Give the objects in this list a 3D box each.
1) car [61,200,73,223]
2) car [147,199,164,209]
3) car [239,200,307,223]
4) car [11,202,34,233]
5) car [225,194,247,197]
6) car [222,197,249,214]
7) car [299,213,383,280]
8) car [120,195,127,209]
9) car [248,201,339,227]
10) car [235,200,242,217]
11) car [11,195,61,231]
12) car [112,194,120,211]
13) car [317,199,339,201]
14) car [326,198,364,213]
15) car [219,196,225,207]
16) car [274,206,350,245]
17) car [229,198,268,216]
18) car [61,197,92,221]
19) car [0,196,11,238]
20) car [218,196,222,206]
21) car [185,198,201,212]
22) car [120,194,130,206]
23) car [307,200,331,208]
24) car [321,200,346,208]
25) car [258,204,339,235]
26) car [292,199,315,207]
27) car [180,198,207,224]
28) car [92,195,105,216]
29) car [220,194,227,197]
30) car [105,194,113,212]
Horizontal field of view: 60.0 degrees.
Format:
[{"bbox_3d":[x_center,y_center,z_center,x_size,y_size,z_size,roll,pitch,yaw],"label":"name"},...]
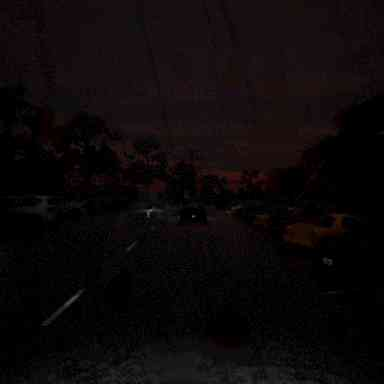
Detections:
[{"bbox_3d":[-10.921,1.538,22.785,4.792,1.488,2.163,-1,0,-20],"label":"car"},{"bbox_3d":[-5.020,1.645,45.965,1.895,1.301,4.718,0,0,0],"label":"car"},{"bbox_3d":[5.994,1.508,21.787,5.008,1.535,2.097,1,0,-20],"label":"car"},{"bbox_3d":[-10.935,1.504,16.721,4.892,1.521,2.231,-1,0,-20],"label":"car"},{"bbox_3d":[6.028,1.394,33.623,4.553,1.767,2.185,1,0,-20],"label":"car"},{"bbox_3d":[5.826,1.511,30.585,5.366,1.575,1.946,1,0,-20],"label":"car"},{"bbox_3d":[5.974,1.526,9.927,4.792,1.488,2.163,1,0,-20],"label":"car"},{"bbox_3d":[-10.960,1.527,40.907,4.892,1.521,2.231,-1,0,-20],"label":"car"},{"bbox_3d":[6.167,1.505,18.891,5.366,1.575,1.946,1,0,-20],"label":"car"},{"bbox_3d":[6.020,1.541,24.753,4.792,1.488,2.163,1,0,-20],"label":"car"},{"bbox_3d":[-10.982,1.255,19.742,5.566,2.045,2.435,-1,0,-20],"label":"car"},{"bbox_3d":[-10.924,1.397,37.893,4.553,1.767,2.185,-1,0,-20],"label":"car"},{"bbox_3d":[22.456,2.349,55.253,1.946,1.575,5.366,2,1,-21],"label":"car"},{"bbox_3d":[25.435,2.204,55.430,2.435,2.045,5.566,2,1,-21],"label":"car"},{"bbox_3d":[6.001,1.523,36.573,4.892,1.521,2.231,1,0,-20],"label":"car"},{"bbox_3d":[6.167,1.499,12.973,5.366,1.575,1.946,1,0,-20],"label":"car"},{"bbox_3d":[5.998,1.515,27.702,4.892,1.521,2.231,1,0,-20],"label":"car"},{"bbox_3d":[-10.928,1.260,25.809,5.566,2.045,2.435,-1,0,-20],"label":"car"},{"bbox_3d":[-10.919,1.248,13.714,5.566,2.045,2.435,-1,0,-20],"label":"car"},{"bbox_3d":[5.995,1.565,39.531,4.674,1.452,2.002,1,0,-20],"label":"car"},{"bbox_3d":[0.095,1.545,41.149,1.837,1.490,4.892,0,0,0],"label":"car"},{"bbox_3d":[-10.978,1.277,43.912,5.566,2.045,2.435,-1,0,-20],"label":"car"},{"bbox_3d":[28.081,2.586,73.623,2.231,1.521,4.892,2,-1,-21],"label":"car"},{"bbox_3d":[31.401,2.686,73.845,1.946,1.575,5.366,2,-1,-21],"label":"car"},{"bbox_3d":[5.997,1.502,15.857,5.008,1.535,2.097,1,0,-20],"label":"car"},{"bbox_3d":[24.688,2.482,73.591,2.231,1.521,4.892,2,-1,-21],"label":"car"},{"bbox_3d":[0.095,1.502,24.970,1.882,1.535,5.008,0,0,0],"label":"car"},{"bbox_3d":[-10.978,1.392,31.828,4.553,1.767,2.185,-1,0,-20],"label":"car"},{"bbox_3d":[6.021,1.277,42.507,5.566,2.045,2.435,1,0,-20],"label":"car"},{"bbox_3d":[-10.985,1.395,34.855,4.553,1.767,2.185,-1,0,-20],"label":"car"}]
